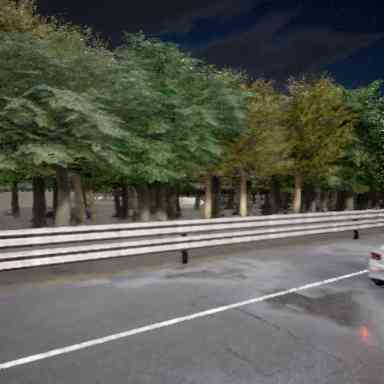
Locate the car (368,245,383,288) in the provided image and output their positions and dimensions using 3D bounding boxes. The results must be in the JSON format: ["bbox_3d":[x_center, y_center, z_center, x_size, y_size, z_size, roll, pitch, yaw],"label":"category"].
[{"bbox_3d":[6.059,1.549,8.024,4.674,1.442,1.812,0,0,-35],"label":"car"}]
